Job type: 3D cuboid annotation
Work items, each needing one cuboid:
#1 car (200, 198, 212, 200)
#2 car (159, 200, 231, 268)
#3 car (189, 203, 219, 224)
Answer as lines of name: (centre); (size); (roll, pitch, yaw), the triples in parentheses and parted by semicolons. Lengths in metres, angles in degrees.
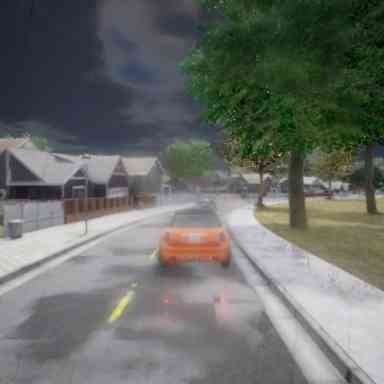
car: (1.905, 1.538, 45.416); (2.033, 1.411, 5.357); (1, 0, 16)
car: (0.119, 1.339, 11.428); (2.097, 1.767, 4.553); (0, 0, 1)
car: (1.006, 1.602, 25.691); (1.895, 1.301, 4.718); (0, 0, 7)
